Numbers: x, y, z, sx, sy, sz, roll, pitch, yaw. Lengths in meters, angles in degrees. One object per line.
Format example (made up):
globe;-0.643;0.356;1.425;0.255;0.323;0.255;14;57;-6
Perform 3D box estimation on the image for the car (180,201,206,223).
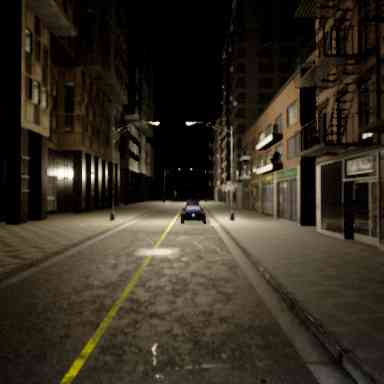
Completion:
car;0.101;1.678;26.517;1.994;1.385;4.181;0;0;0
